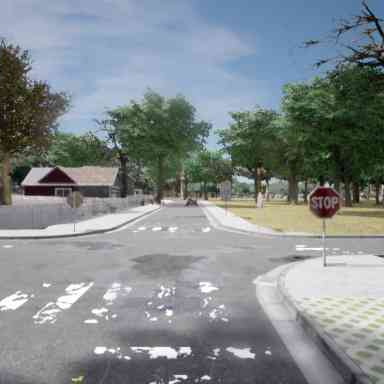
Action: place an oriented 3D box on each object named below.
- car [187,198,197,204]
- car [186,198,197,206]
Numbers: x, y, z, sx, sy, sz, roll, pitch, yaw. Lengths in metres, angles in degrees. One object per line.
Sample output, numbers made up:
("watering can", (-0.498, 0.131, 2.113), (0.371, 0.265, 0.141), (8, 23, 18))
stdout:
("car", (-0.033, 1.824, 68.330), (1.895, 1.301, 4.718), (0, 0, 0))
("car", (-0.032, 1.697, 58.295), (1.812, 1.442, 4.674), (0, 0, 0))
